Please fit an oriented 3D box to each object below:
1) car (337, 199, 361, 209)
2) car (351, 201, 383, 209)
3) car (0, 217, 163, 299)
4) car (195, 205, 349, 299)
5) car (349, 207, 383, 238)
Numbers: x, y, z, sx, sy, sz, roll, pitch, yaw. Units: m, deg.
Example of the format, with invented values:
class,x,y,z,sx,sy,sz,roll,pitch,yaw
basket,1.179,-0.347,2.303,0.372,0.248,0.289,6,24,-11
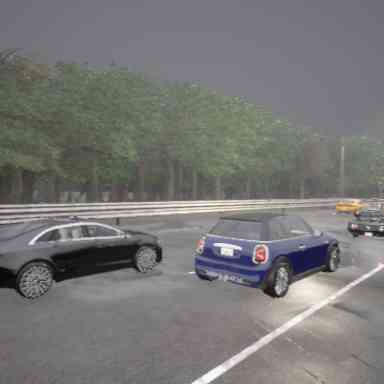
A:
class,x,y,z,sx,sy,sz,roll,pitch,yaw
car,16.273,1.507,33.313,5.008,1.535,1.882,1,0,-44
car,15.015,1.657,27.140,4.718,1.301,1.895,1,1,-45
car,-2.836,1.386,8.254,2.128,1.511,4.902,1,1,42
car,2.189,1.323,8.750,2.097,1.767,4.553,1,0,42
car,9.560,1.645,16.690,1.895,1.301,4.718,1,1,44
